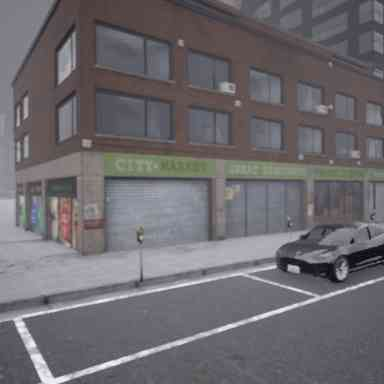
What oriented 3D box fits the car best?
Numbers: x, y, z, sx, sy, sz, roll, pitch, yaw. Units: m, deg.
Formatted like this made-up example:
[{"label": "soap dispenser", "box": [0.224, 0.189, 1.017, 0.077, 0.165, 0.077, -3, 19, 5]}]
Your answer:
[{"label": "car", "box": [4.333, 1.562, 9.634, 4.313, 1.339, 1.947, 0, -1, -36]}]
